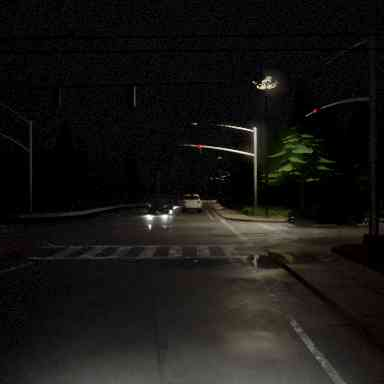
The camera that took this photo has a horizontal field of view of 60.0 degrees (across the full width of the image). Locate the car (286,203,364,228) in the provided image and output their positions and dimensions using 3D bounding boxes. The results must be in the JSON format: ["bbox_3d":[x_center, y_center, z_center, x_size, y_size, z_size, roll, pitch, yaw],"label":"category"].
[{"bbox_3d":[8.761,1.545,22.088,4.892,1.490,1.837,0,0,1],"label":"car"}]

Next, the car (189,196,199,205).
[{"bbox_3d":[0.392,1.640,65.774,1.882,1.535,5.008,0,0,2],"label":"car"}]

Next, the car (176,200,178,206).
[{"bbox_3d":[-3.509,1.724,56.641,1.994,1.385,4.181,0,0,1],"label":"car"}]

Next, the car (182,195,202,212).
[{"bbox_3d":[0.005,1.323,40.134,2.150,2.045,5.566,0,0,1],"label":"car"}]

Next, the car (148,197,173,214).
[{"bbox_3d":[-3.613,1.464,36.691,2.097,1.767,4.553,0,0,0],"label":"car"}]

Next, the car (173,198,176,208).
[{"bbox_3d":[-3.599,1.641,46.562,1.837,1.490,4.892,0,0,0],"label":"car"}]
